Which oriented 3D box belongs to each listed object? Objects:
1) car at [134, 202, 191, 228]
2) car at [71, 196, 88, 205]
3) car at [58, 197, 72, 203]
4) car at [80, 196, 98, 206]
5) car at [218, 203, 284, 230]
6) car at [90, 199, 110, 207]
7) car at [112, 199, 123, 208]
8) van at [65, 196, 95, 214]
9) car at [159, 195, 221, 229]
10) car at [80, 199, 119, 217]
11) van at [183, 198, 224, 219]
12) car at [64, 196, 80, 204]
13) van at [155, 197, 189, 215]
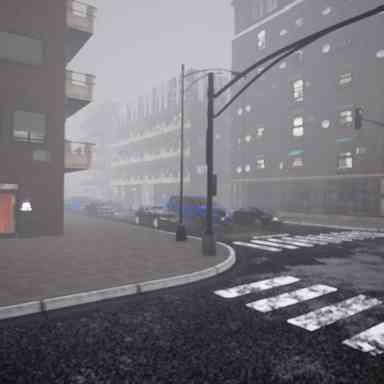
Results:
[{"bbox_3d":[-2.291,1.543,21.705,2.008,1.369,4.403,1,-1,-35],"label":"car"},{"bbox_3d":[-21.269,1.612,62.995,1.967,1.590,4.097,1,-1,-35],"label":"car"},{"bbox_3d":[-27.636,1.733,72.196,1.887,1.381,4.507,1,-1,-35],"label":"car"},{"bbox_3d":[-18.087,1.603,58.394,1.967,1.590,4.097,1,-1,-35],"label":"car"},{"bbox_3d":[3.967,1.623,21.917,1.994,1.385,4.181,1,-1,-34],"label":"car"},{"bbox_3d":[-14.906,1.736,53.792,1.802,1.307,4.206,1,-1,-35],"label":"car"},{"bbox_3d":[-11.723,1.689,49.192,1.887,1.381,4.507,1,-1,-35],"label":"car"},{"bbox_3d":[-11.837,1.365,35.509,1.690,1.788,3.998,1,-1,-35],"label":"van"},{"bbox_3d":[0.300,1.238,22.300,2.150,2.045,5.566,1,0,-35],"label":"car"},{"bbox_3d":[-8.657,1.595,30.906,1.802,1.307,4.206,1,-1,-35],"label":"car"},{"bbox_3d":[1.009,1.446,30.790,1.690,1.788,3.998,1,-1,-35],"label":"van"},{"bbox_3d":[-24.452,1.621,67.596,1.967,1.590,4.097,1,-1,-35],"label":"car"},{"bbox_3d":[-2.174,1.456,35.391,1.690,1.788,3.998,1,-1,-35],"label":"van"}]
